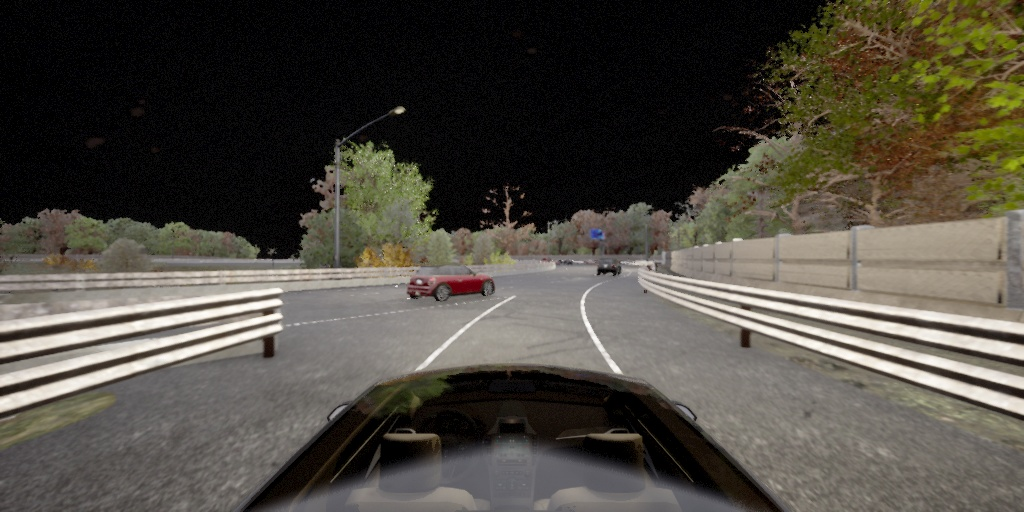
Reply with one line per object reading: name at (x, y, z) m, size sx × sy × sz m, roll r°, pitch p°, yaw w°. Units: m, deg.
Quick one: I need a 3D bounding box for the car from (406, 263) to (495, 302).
car at (-2.899, 1.200, 17.930) m, size 2.097 × 1.767 × 4.553 m, roll 0°, pitch -1°, yaw 38°

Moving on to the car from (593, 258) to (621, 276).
car at (11.353, 1.263, 41.871) m, size 2.150 × 2.045 × 5.566 m, roll 0°, pitch 0°, yaw 24°
